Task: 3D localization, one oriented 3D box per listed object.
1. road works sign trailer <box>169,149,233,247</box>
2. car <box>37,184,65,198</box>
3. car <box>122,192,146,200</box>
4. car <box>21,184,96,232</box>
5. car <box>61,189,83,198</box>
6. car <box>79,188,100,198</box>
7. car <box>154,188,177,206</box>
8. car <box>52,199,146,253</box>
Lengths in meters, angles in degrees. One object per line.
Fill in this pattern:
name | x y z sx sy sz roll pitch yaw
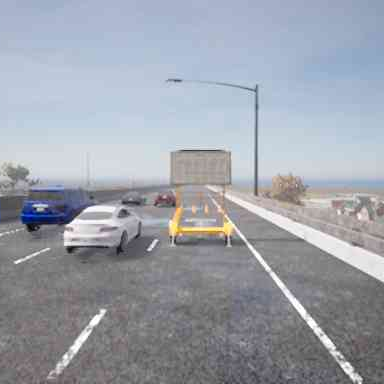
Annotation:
road works sign trailer | 0.354 0.121 13.203 2.380 3.560 2.880 0 1 1
car | -23.237 -0.220 55.119 2.150 2.045 5.566 0 2 2
car | -6.047 0.656 34.985 1.994 1.385 4.181 0 1 1
car | -6.460 0.779 17.018 2.150 2.045 5.566 0 2 1
car | -19.749 0.169 54.880 1.895 1.301 4.718 0 1 2
car | -16.301 0.141 53.072 1.812 1.442 4.674 0 1 2
car | -2.566 0.468 34.076 2.097 1.767 4.553 0 1 1
car | -3.074 1.211 12.073 1.812 1.442 4.674 0 1 1
